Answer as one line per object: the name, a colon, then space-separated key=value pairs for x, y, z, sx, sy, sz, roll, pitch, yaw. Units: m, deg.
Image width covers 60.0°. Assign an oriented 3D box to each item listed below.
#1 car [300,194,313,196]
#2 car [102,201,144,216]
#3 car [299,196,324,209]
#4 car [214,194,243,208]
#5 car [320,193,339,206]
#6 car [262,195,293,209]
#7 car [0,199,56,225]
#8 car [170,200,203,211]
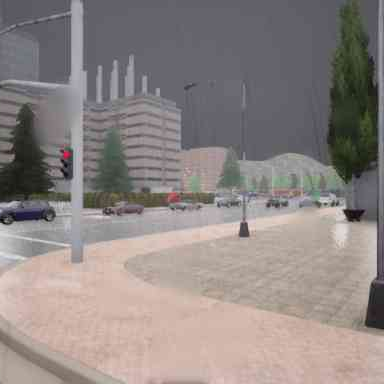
car: x=19.526 y=1.526 z=56.157 sx=1.812 sy=1.442 sz=4.674 roll=0 pitch=0 yaw=36
car: x=-6.636 y=1.564 z=32.426 sx=1.994 sy=1.385 sz=4.181 roll=0 pitch=0 yaw=36
car: x=16.239 y=1.564 z=45.685 sx=1.994 sy=1.385 sz=4.181 roll=0 pitch=0 yaw=36
car: x=5.484 y=1.505 z=49.009 sx=1.837 sy=1.490 sz=4.892 roll=0 pitch=0 yaw=37
car: x=22.085 y=1.221 z=53.721 sx=2.150 sy=2.045 sz=5.566 roll=0 pitch=0 yaw=36
car: x=11.776 y=1.499 z=45.496 sx=1.837 sy=1.490 sz=4.892 roll=0 pitch=-2 yaw=36
car: x=-12.480 y=1.352 z=24.376 sx=2.097 sy=1.767 sz=4.553 roll=0 pitch=0 yaw=36
car: x=-0.665 y=1.601 z=40.619 sx=1.895 sy=1.301 sz=4.718 roll=0 pitch=0 yaw=36
